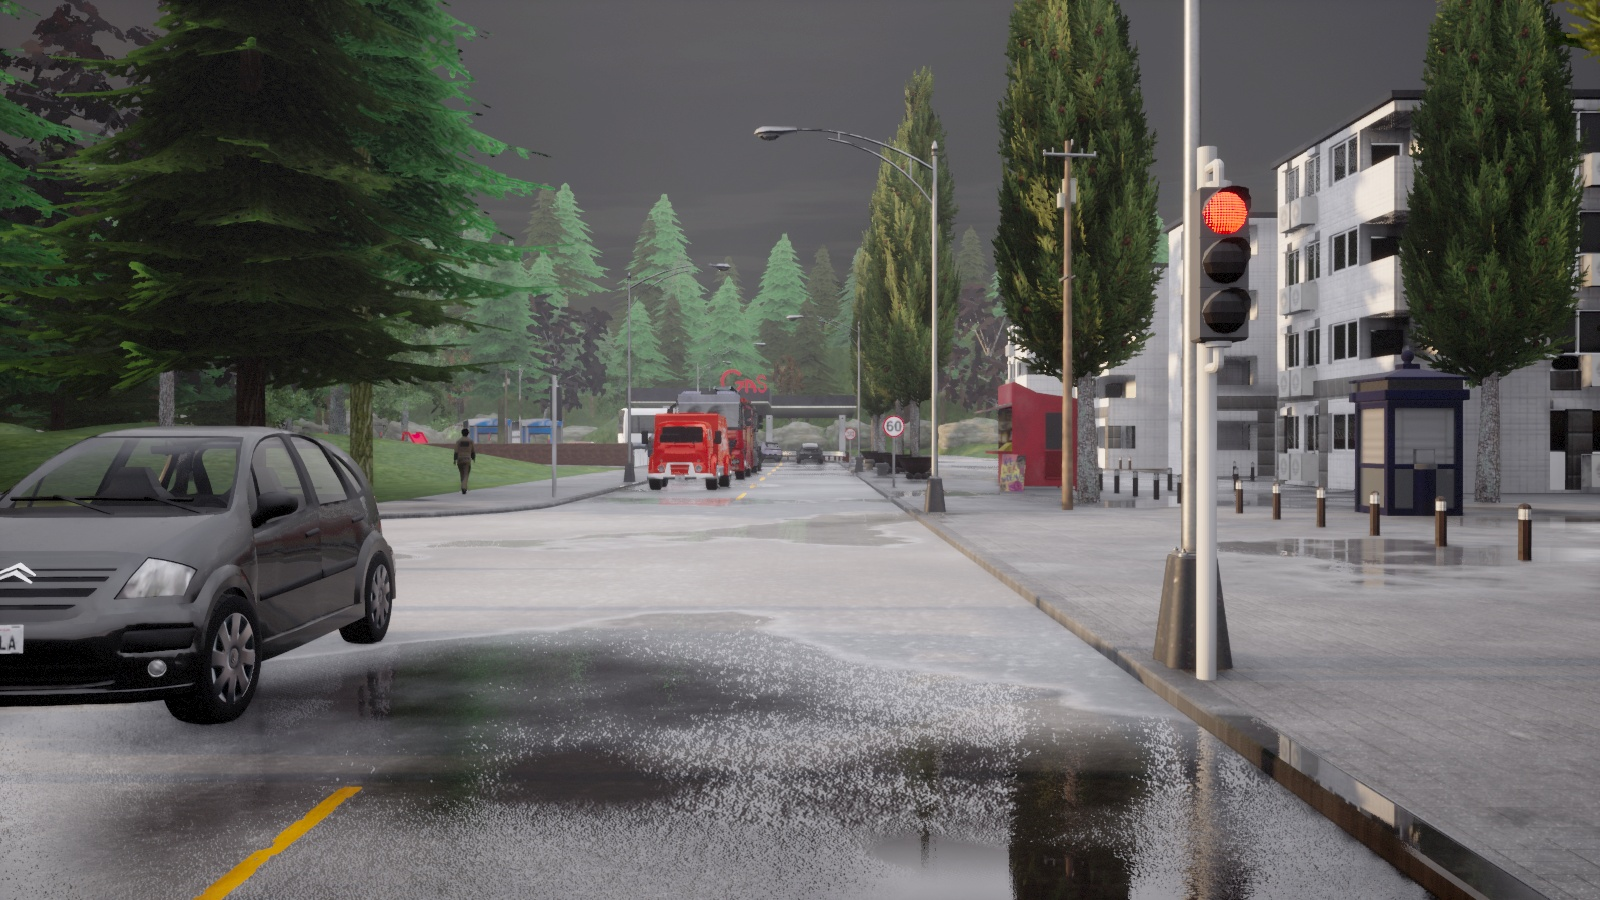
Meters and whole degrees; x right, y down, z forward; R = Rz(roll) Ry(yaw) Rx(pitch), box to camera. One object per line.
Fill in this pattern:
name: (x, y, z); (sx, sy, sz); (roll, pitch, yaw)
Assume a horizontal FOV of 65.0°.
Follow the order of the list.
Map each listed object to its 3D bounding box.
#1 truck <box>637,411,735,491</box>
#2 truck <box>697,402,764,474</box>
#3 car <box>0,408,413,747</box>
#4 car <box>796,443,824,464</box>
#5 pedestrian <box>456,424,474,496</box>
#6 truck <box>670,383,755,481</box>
truck: (-3.652, 0.024, 41.332); (2.627, 2.467, 5.204); (0, 0, 1)
truck: (-3.469, -0.603, 64.590); (2.891, 3.462, 7.936); (0, 0, 1)
car: (-3.923, 0.596, 7.976); (1.851, 1.617, 3.988); (0, 0, -2)
car: (0.675, 0.236, 91.410); (1.837, 1.490, 4.892); (0, 0, -2)
pedestrian: (-9.091, 0.256, 34.085); (0.396, 1.930, 0.692); (0, 0, -8)
truck: (-3.575, -0.721, 53.228); (2.891, 3.827, 8.468); (0, 0, 1)
